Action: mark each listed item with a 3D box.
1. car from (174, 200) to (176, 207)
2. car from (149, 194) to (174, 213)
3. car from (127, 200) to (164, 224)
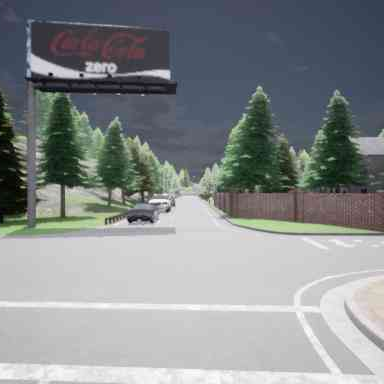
[{"bbox_3d":[-3.544,1.562,50.529,1.994,1.385,4.181,0,0,1],"label":"car"},{"bbox_3d":[-3.581,1.221,37.546,2.150,2.045,5.566,0,0,1],"label":"car"},{"bbox_3d":[-3.586,1.547,25.202,2.033,1.411,5.357,0,0,0],"label":"car"}]
